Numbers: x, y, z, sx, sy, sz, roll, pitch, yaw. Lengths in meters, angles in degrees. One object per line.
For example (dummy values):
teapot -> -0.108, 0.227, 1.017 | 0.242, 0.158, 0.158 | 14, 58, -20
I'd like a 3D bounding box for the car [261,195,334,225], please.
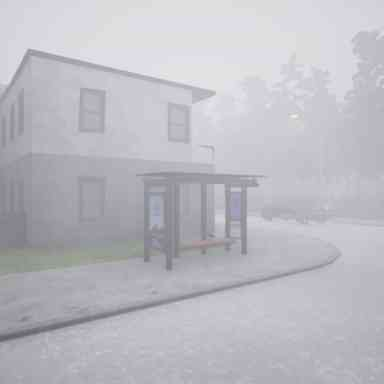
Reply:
car -> 7.480, 1.212, 24.176 | 2.150, 2.045, 5.566 | 0, 0, -31
